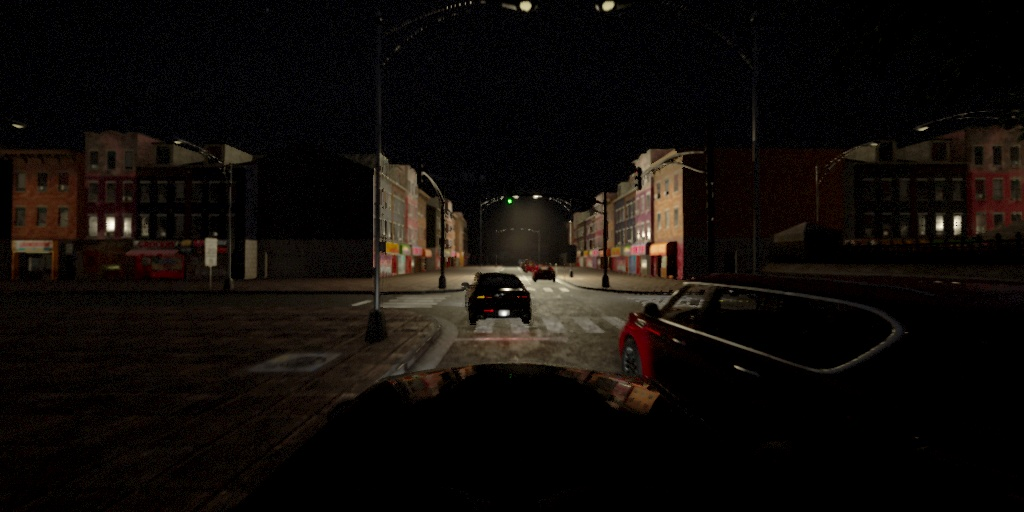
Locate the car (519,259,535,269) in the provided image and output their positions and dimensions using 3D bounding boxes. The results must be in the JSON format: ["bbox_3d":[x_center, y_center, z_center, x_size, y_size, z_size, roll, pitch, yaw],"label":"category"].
[{"bbox_3d":[2.586,1.347,51.713,2.192,1.841,5.009,0,0,0],"label":"car"}]

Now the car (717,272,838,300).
[{"bbox_3d":[13.281,1.471,18.157,4.718,1.301,1.895,0,-1,0],"label":"car"}]

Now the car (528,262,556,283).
[{"bbox_3d":[2.609,1.440,29.965,1.888,1.381,4.507,0,0,0],"label":"car"}]

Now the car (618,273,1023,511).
[{"bbox_3d":[2.637,1.073,3.536,2.192,1.841,5.009,0,0,0],"label":"car"}]

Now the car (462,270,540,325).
[{"bbox_3d":[-0.604,1.304,12.186,1.837,1.490,4.892,1,0,-9],"label":"car"}]

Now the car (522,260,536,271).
[{"bbox_3d":[2.592,1.541,46.276,1.888,1.381,4.507,0,0,0],"label":"car"}]
